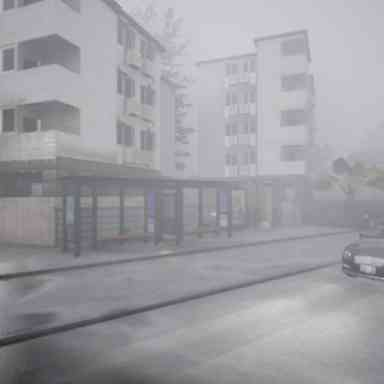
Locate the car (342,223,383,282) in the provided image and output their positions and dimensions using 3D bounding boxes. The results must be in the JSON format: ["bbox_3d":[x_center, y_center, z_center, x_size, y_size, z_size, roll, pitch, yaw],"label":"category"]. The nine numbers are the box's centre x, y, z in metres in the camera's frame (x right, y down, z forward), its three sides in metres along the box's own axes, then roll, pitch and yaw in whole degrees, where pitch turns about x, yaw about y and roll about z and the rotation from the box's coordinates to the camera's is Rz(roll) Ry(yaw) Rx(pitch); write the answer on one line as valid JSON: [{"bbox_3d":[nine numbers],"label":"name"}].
[{"bbox_3d":[6.102,1.575,9.378,4.902,1.511,2.128,0,-1,-38],"label":"car"}]
